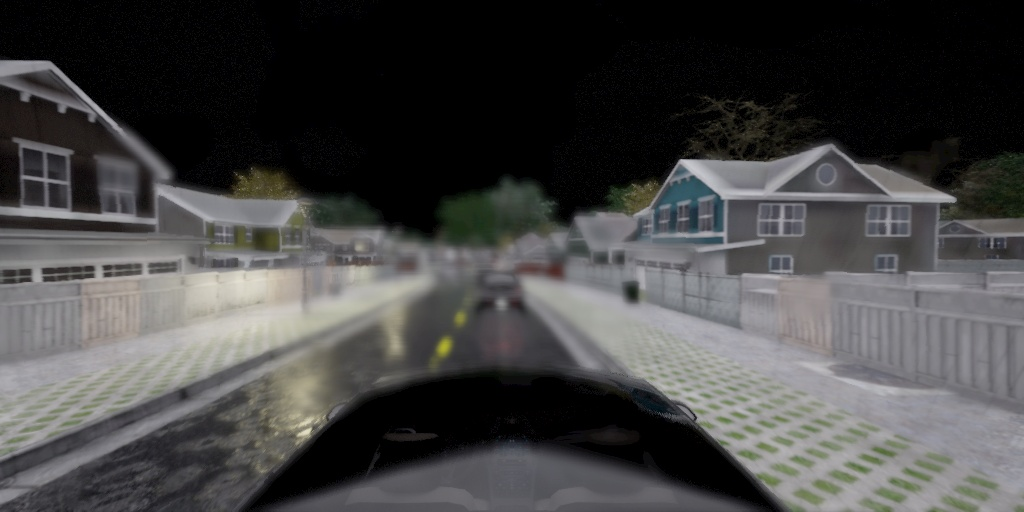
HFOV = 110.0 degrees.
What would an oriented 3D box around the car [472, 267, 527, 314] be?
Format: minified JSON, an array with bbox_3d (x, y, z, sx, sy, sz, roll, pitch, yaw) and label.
[{"bbox_3d":[-0.497,1.362,14.400,1.837,1.490,4.892,0,0,-4],"label":"car"}]

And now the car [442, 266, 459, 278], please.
[{"bbox_3d":[-7.304,1.862,42.135,1.895,1.301,4.718,0,-1,-11],"label":"car"}]
